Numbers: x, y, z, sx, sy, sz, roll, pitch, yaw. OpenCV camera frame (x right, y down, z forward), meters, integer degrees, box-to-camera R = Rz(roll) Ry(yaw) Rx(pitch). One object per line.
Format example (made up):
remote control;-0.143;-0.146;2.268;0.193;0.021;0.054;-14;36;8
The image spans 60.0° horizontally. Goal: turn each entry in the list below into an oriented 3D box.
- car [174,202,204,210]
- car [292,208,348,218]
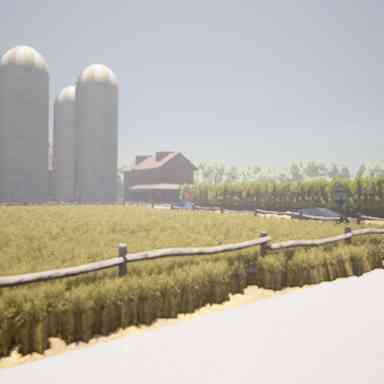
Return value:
car;-0.478;1.902;38.984;1.812;1.442;4.674;1;-1;-36
car;9.570;1.872;24.940;1.994;1.385;4.181;1;-1;-36
